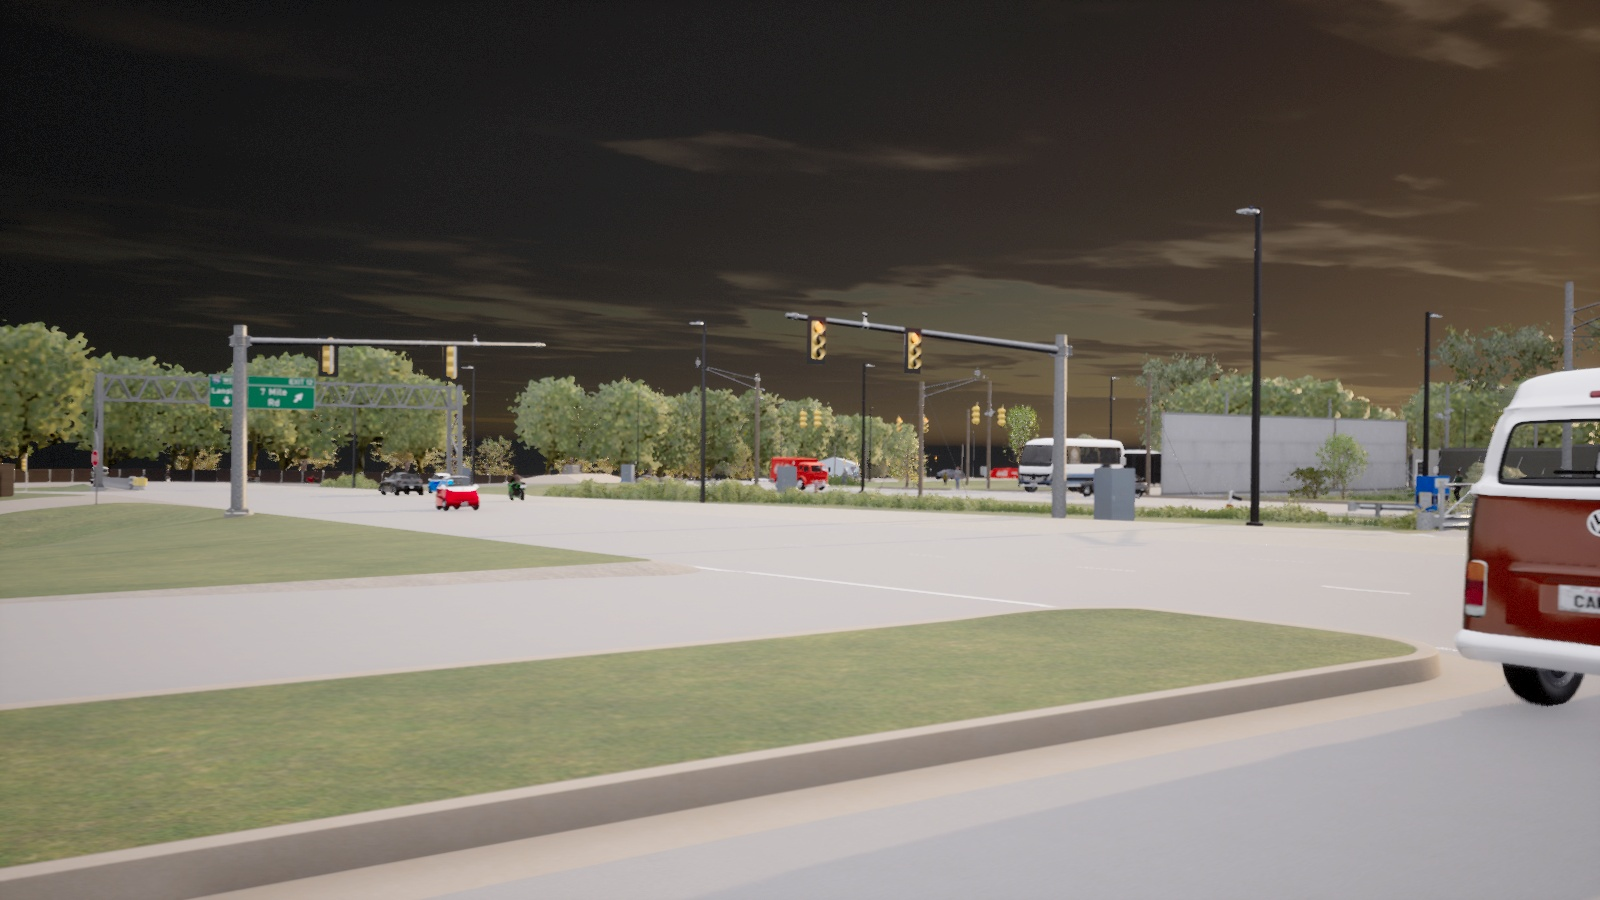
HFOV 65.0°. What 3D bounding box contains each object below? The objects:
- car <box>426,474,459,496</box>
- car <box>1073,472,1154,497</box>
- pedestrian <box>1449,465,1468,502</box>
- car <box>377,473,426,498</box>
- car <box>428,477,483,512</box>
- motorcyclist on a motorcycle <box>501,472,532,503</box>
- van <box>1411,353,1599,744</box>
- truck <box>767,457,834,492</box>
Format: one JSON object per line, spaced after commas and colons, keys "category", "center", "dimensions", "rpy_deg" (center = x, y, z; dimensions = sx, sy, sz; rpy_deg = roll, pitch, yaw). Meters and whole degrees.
{"category": "car", "center": [-23.666, 2.301, 83.013], "dimensions": [1.481, 1.376, 2.207], "rpy_deg": [0, -1, -34]}
{"category": "car", "center": [20.083, 2.169, 80.651], "dimensions": [2.128, 1.511, 4.902], "rpy_deg": [0, 0, -34]}
{"category": "pedestrian", "center": [35.709, 1.805, 68.078], "dimensions": [0.423, 1.949, 0.788], "rpy_deg": [0, 0, -32]}
{"category": "car", "center": [-25.041, 2.212, 78.835], "dimensions": [1.816, 1.474, 4.193], "rpy_deg": [0, -1, -34]}
{"category": "car", "center": [-13.750, 1.759, 50.044], "dimensions": [1.481, 1.376, 2.207], "rpy_deg": [0, -1, -34]}
{"category": "motorcyclist on a motorcycle", "center": [-14.286, 1.876, 63.184], "dimensions": [0.797, 1.523, 2.044], "rpy_deg": [0, -1, -34]}
{"category": "van", "center": [6.068, 0.531, 7.734], "dimensions": [4.480, 2.038, 2.069], "rpy_deg": [1, -1, -32]}
{"category": "truck", "center": [0.018, 1.838, 97.653], "dimensions": [2.627, 2.467, 5.204], "rpy_deg": [0, 2, -35]}
